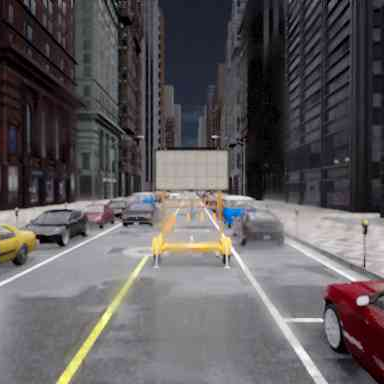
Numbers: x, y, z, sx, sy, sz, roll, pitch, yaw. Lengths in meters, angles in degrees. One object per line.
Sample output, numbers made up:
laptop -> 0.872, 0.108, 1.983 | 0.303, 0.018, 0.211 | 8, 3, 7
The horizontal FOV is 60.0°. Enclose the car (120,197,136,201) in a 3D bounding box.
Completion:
car -> -5.768, 1.331, 25.674 | 1.947, 1.339, 4.313 | 0, 1, 0

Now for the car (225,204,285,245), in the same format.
car -> 2.759, 1.416, 14.419 | 2.008, 1.369, 4.403 | 0, 1, 0

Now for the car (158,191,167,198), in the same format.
car -> -5.774, 0.841, 53.853 | 2.192, 1.841, 5.009 | 0, 0, 0

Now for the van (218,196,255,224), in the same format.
van -> 2.757, 1.155, 20.054 | 1.690, 1.788, 3.998 | 0, 1, 0

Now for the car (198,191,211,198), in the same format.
car -> 2.750, 0.794, 59.506 | 2.192, 1.841, 5.009 | 0, 0, 0

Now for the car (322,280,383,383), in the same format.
car -> 2.761, 1.513, 3.148 | 1.887, 1.381, 4.507 | 0, 1, 0

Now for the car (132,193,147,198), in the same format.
car -> -5.770, 1.156, 31.310 | 1.967, 1.590, 4.097 | 0, 0, 0

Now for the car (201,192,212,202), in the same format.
car -> 2.753, 1.117, 48.236 | 1.887, 1.381, 4.507 | 0, 0, 0

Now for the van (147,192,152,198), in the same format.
van -> -5.771, 1.008, 36.945 | 1.690, 1.788, 3.998 | 0, 0, 0

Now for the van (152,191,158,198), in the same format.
van -> -5.772, 0.961, 42.581 | 1.690, 1.788, 3.998 | 0, 0, 0

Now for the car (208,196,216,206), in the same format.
car -> 2.756, 1.297, 31.328 | 1.802, 1.307, 4.206 | 0, 0, 0

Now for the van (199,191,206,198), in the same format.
van -> 2.745, 0.600, 87.686 | 1.690, 1.788, 3.998 | 0, 0, 0

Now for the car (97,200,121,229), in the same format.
car -> -5.767, 1.397, 20.038 | 1.802, 1.307, 4.206 | 0, 1, 0

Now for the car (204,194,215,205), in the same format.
car -> 2.755, 1.218, 36.964 | 2.008, 1.369, 4.403 | 0, 0, 0

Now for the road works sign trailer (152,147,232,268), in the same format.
road works sign trailer -> -0.002, 0.362, 10.794 | 2.380, 3.560, 2.880 | 0, 1, 0

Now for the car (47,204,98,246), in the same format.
car -> -5.766, 1.431, 14.401 | 1.947, 1.339, 4.313 | 0, 1, 0

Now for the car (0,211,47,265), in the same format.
car -> -5.765, 1.444, 8.594 | 1.752, 1.417, 4.829 | 0, 1, 0

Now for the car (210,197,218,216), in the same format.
car -> 2.756, 1.315, 25.692 | 2.008, 1.369, 4.403 | 0, 0, 0

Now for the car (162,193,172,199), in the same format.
car -> -5.777, 0.890, 76.401 | 1.887, 1.381, 4.507 | 0, 0, 0

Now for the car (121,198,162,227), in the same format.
car -> -3.101, 1.352, 21.195 | 2.033, 1.411, 5.357 | 0, 1, 0

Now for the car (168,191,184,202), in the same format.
car -> -3.056, 0.687, 61.180 | 2.150, 2.045, 5.566 | 0, 0, 1
